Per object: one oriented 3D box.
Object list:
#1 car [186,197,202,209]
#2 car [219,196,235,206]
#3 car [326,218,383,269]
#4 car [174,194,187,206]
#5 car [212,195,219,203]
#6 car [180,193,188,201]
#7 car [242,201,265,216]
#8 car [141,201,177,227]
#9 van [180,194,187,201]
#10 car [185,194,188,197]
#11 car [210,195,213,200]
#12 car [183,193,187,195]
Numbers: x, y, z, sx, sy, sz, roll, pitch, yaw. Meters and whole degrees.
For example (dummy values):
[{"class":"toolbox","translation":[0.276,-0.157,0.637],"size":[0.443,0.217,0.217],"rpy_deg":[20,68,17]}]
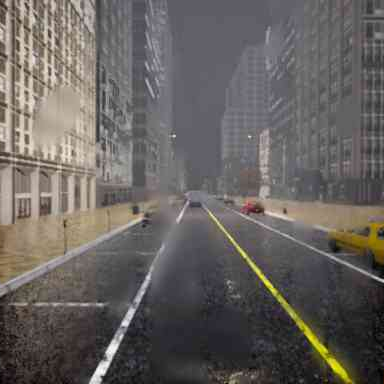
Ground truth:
[{"class":"car","translation":[0.459,1.618,45.994],"size":[1.895,1.301,4.718],"rpy_deg":[0,0,0]},{"class":"car","translation":[6.165,1.592,56.118],"size":[2.008,1.369,4.403],"rpy_deg":[0,0,0]},{"class":"car","translation":[6.061,1.555,11.146],"size":[1.752,1.417,4.829],"rpy_deg":[0,0,0]},{"class":"car","translation":[-2.216,1.533,55.949],"size":[1.752,1.417,4.829],"rpy_deg":[0,0,0]},{"class":"car","translation":[6.205,1.592,73.047],"size":[2.008,1.369,4.403],"rpy_deg":[0,0,0]},{"class":"car","translation":[-2.138,1.321,89.967],"size":[2.192,1.841,5.009],"rpy_deg":[0,0,0]},{"class":"car","translation":[6.113,1.582,33.547],"size":[1.887,1.381,4.507],"rpy_deg":[0,0,0]},{"class":"car","translation":[-2.294,1.551,22.270],"size":[2.008,1.369,4.403],"rpy_deg":[0,0,0]},{"class":"van","translation":[-2.151,1.347,84.325],"size":[1.690,1.788,3.998],"rpy_deg":[0,0,0]},{"class":"car","translation":[-2.202,1.590,61.760],"size":[1.802,1.307,4.206],"rpy_deg":[0,0,0]},{"class":"car","translation":[6.231,1.591,84.332],"size":[2.008,1.369,4.403],"rpy_deg":[0,0,0]},{"class":"car","translation":[-2.178,1.322,73.043],"size":[2.192,1.841,5.009],"rpy_deg":[0,0,0]}]
